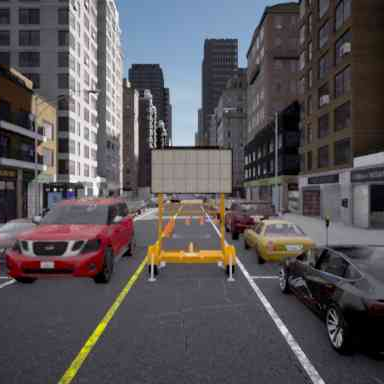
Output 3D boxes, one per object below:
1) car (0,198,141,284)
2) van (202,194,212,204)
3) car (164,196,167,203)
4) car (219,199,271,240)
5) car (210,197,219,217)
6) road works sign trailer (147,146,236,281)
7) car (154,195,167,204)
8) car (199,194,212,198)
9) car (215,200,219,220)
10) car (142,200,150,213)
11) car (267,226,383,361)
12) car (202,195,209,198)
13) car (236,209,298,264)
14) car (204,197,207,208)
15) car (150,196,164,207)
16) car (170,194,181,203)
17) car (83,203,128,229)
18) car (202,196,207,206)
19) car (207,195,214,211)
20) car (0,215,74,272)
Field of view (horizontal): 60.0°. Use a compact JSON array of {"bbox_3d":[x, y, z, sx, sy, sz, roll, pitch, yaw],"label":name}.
[{"bbox_3d":[-3.113,1.219,9.921,2.150,2.045,5.566,0,0,0],"label":"car"},{"bbox_3d":[2.780,1.324,61.136,1.690,1.788,3.998,0,0,0],"label":"van"},{"bbox_3d":[-5.739,1.550,55.595,1.947,1.339,4.313,0,0,0],"label":"car"},{"bbox_3d":[2.837,1.311,16.947,2.192,1.841,5.009,0,0,0],"label":"car"},{"bbox_3d":[2.822,1.433,27.994,1.967,1.590,4.097,0,0,0],"label":"car"},{"bbox_3d":[-0.012,0.462,9.799,2.380,3.560,2.880,0,0,0],"label":"road works sign trailer"},{"bbox_3d":[-5.746,1.423,61.120,1.967,1.590,4.097,0,0,0],"label":"car"},{"bbox_3d":[2.787,1.299,55.612,2.192,1.841,5.009,0,0,0],"label":"car"},{"bbox_3d":[2.829,1.519,22.641,1.752,1.417,4.829,0,0,0],"label":"car"},{"bbox_3d":[-5.710,1.557,33.494,1.947,1.339,4.313,0,0,0],"label":"car"},{"bbox_3d":[2.851,1.565,5.900,1.947,1.339,4.313,0,0,0],"label":"car"},{"bbox_3d":[2.794,1.552,50.088,1.947,1.339,4.313,0,0,0],"label":"car"},{"bbox_3d":[2.844,1.523,11.593,1.752,1.417,4.829,0,0,0],"label":"car"},{"bbox_3d":[2.808,1.540,39.041,2.008,1.369,4.403,0,0,0],"label":"car"},{"bbox_3d":[-5.732,1.568,50.070,1.802,1.307,4.206,0,0,0],"label":"car"},{"bbox_3d":[-3.110,1.584,61.690,1.895,1.301,4.718,0,0,0],"label":"car"},{"bbox_3d":[-5.696,1.539,22.444,1.887,1.381,4.507,0,0,0],"label":"car"},{"bbox_3d":[2.801,1.538,44.565,2.008,1.369,4.403,0,0,0],"label":"car"},{"bbox_3d":[2.815,1.431,33.518,1.967,1.590,4.097,0,0,0],"label":"car"},{"bbox_3d":[-5.682,1.579,11.394,1.802,1.307,4.206,0,0,0],"label":"car"}]
